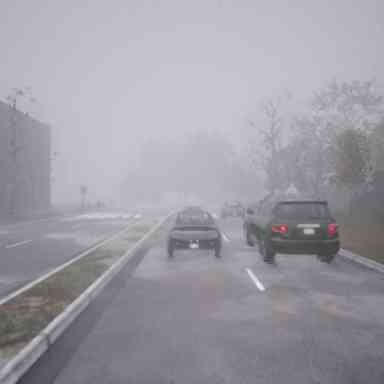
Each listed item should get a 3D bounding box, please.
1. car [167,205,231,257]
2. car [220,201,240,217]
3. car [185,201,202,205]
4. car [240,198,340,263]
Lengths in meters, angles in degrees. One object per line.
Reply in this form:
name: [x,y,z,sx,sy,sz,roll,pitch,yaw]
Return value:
car: [0.078,1.491,12.938,2.128,1.511,4.902,0,0,0]
car: [3.348,1.491,28.125,2.128,1.511,4.902,0,0,1]
car: [0.120,1.525,29.189,1.812,1.442,4.674,0,0,1]
car: [3.329,1.220,12.124,2.150,2.045,5.566,0,0,0]
